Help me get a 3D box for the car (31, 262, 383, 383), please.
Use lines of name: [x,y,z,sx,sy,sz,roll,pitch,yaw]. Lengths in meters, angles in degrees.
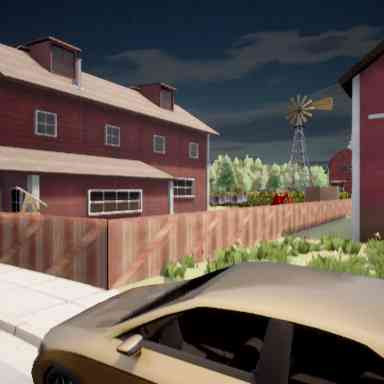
car: [0.425,1.420,2.918,4.193,1.474,1.816,0,6,33]
